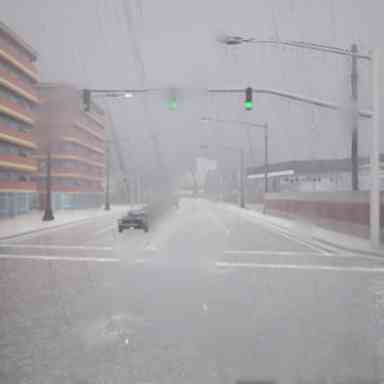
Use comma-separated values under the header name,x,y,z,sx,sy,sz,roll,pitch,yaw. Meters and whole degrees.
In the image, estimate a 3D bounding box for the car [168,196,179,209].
name,x,y,z,sx,sy,sz,roll,pitch,yaw
car,-3.481,1.799,59.360,2.150,2.045,5.566,0,-1,0

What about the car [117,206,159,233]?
name,x,y,z,sx,sy,sz,roll,pitch,yaw
car,-3.589,1.869,22.070,1.895,1.301,4.718,0,-1,0

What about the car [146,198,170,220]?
name,x,y,z,sx,sy,sz,roll,pitch,yaw
car,-3.580,1.726,31.943,2.097,1.767,4.553,0,-1,-1

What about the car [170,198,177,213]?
name,x,y,z,sx,sy,sz,roll,pitch,yaw
car,-3.543,1.991,43.971,2.128,1.511,4.902,0,0,0
